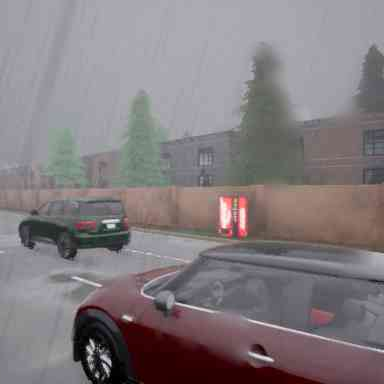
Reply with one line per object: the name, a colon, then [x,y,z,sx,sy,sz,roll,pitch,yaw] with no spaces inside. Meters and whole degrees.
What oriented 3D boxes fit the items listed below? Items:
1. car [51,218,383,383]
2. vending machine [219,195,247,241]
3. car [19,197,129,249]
car: [0.676,1.351,3.727,4.553,1.767,2.097,0,0,37]
vending machine: [1.982,1.195,16.014,0.880,2.100,1.100,0,0,42]
car: [-4.608,1.220,12.753,5.566,2.045,2.150,0,0,43]
